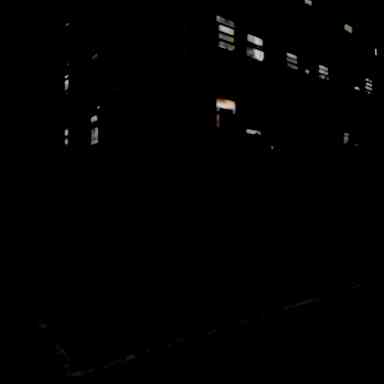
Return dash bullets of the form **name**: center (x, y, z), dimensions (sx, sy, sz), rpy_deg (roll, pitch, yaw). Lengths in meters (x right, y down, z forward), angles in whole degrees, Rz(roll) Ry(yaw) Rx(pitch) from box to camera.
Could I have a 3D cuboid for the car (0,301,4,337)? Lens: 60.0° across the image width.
- **car**: center (-4.492, 1.548, 3.355), dimensions (4.507, 1.381, 1.887), rpy_deg (0, 0, -35)
